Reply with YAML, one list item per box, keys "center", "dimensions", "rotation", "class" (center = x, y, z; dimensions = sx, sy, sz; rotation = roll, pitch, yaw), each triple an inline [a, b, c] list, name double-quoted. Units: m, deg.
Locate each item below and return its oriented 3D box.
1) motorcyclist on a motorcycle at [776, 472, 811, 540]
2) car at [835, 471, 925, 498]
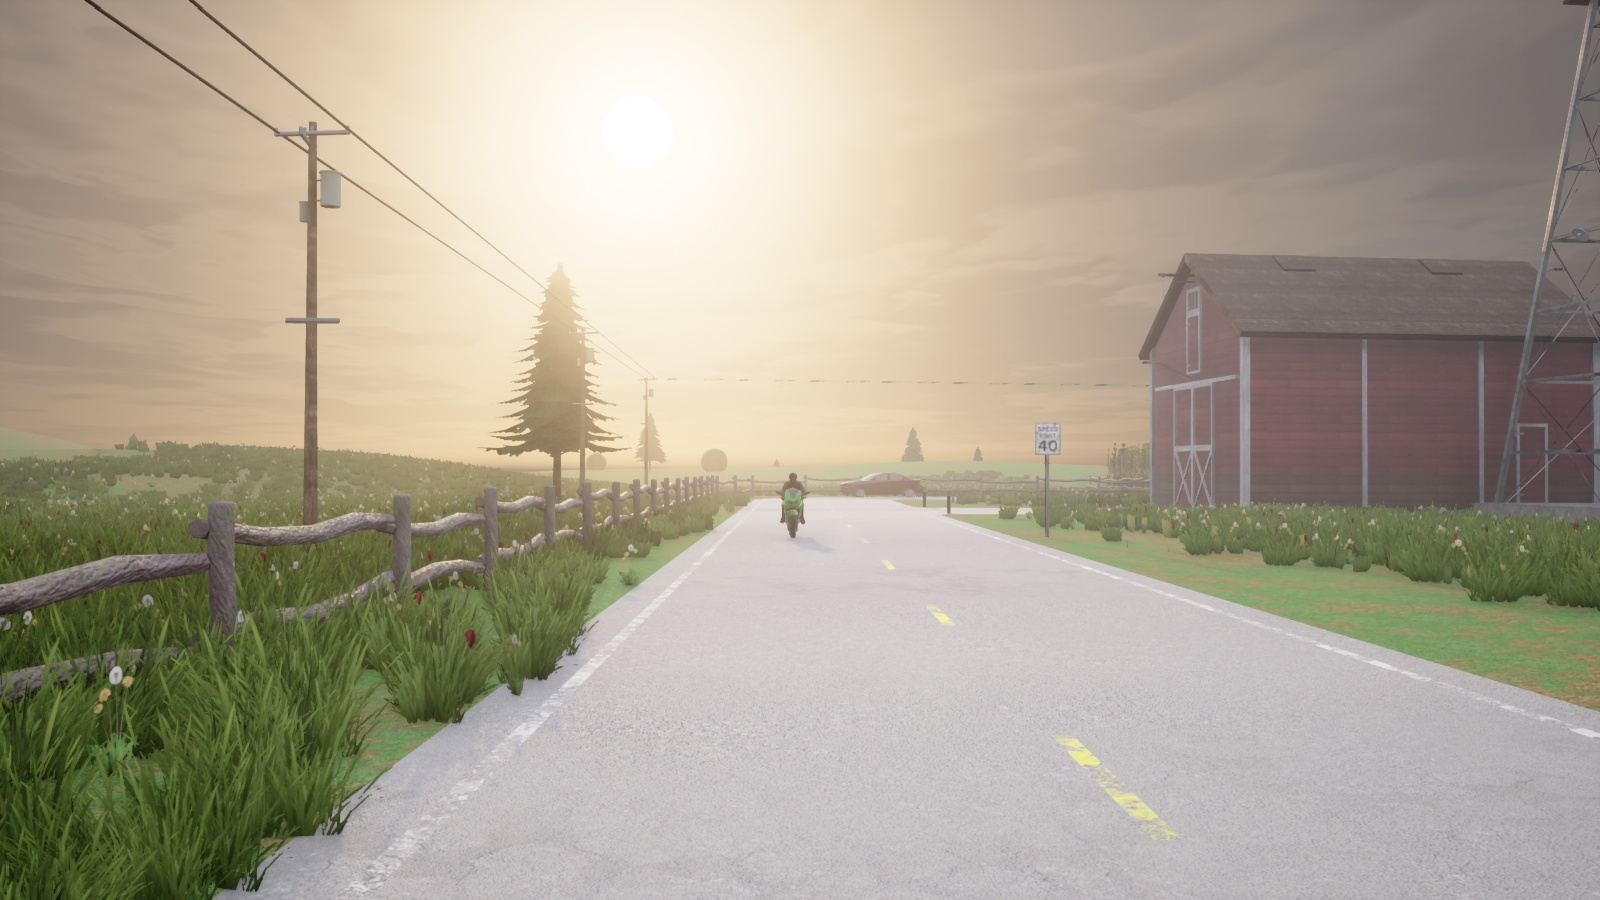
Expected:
- center: [-0.154, 1.288, 29.274]
  dimensions: [0.797, 1.523, 2.044]
  rotation: [0, -1, 0]
  class: "motorcyclist on a motorcycle"
- center: [4.739, 2.022, 74.545]
  dimensions: [5.008, 1.535, 1.882]
  rotation: [0, -1, -16]
  class: "car"
